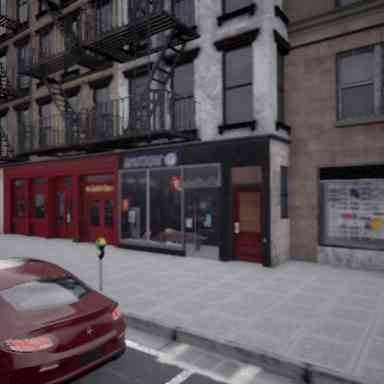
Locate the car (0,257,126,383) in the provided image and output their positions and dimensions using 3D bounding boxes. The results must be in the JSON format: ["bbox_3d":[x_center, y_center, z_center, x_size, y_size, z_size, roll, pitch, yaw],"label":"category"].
[{"bbox_3d":[-2.763,1.630,4.781,4.206,1.307,1.802,-1,0,36],"label":"car"}]
